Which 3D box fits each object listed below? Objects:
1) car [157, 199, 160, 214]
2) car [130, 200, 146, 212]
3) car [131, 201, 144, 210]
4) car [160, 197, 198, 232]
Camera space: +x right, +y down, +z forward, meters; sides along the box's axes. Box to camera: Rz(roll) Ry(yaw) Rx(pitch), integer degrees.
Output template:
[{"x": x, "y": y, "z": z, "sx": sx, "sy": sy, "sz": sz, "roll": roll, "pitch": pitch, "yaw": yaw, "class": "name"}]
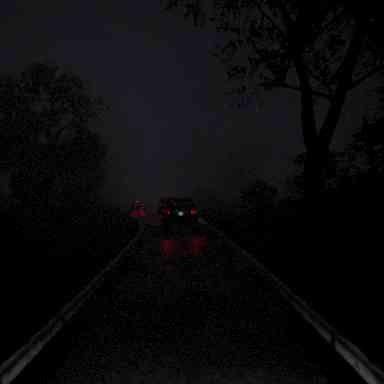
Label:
[{"x": -3.088, "y": 1.571, "z": 40.751, "sx": 2.150, "sy": 2.045, "sz": 5.566, "roll": 0, "pitch": 0, "yaw": -8, "class": "car"}, {"x": -7.145, "y": 1.871, "z": 44.421, "sx": 2.128, "sy": 1.511, "sz": 4.902, "roll": 0, "pitch": 0, "yaw": -11, "class": "car"}, {"x": -8.516, "y": 2.041, "z": 51.723, "sx": 1.895, "sy": 1.301, "sz": 4.718, "roll": 0, "pitch": 0, "yaw": -11, "class": "car"}, {"x": -0.888, "y": 1.407, "z": 22.013, "sx": 2.150, "sy": 2.045, "sz": 5.566, "roll": 0, "pitch": -1, "yaw": -5, "class": "car"}]
